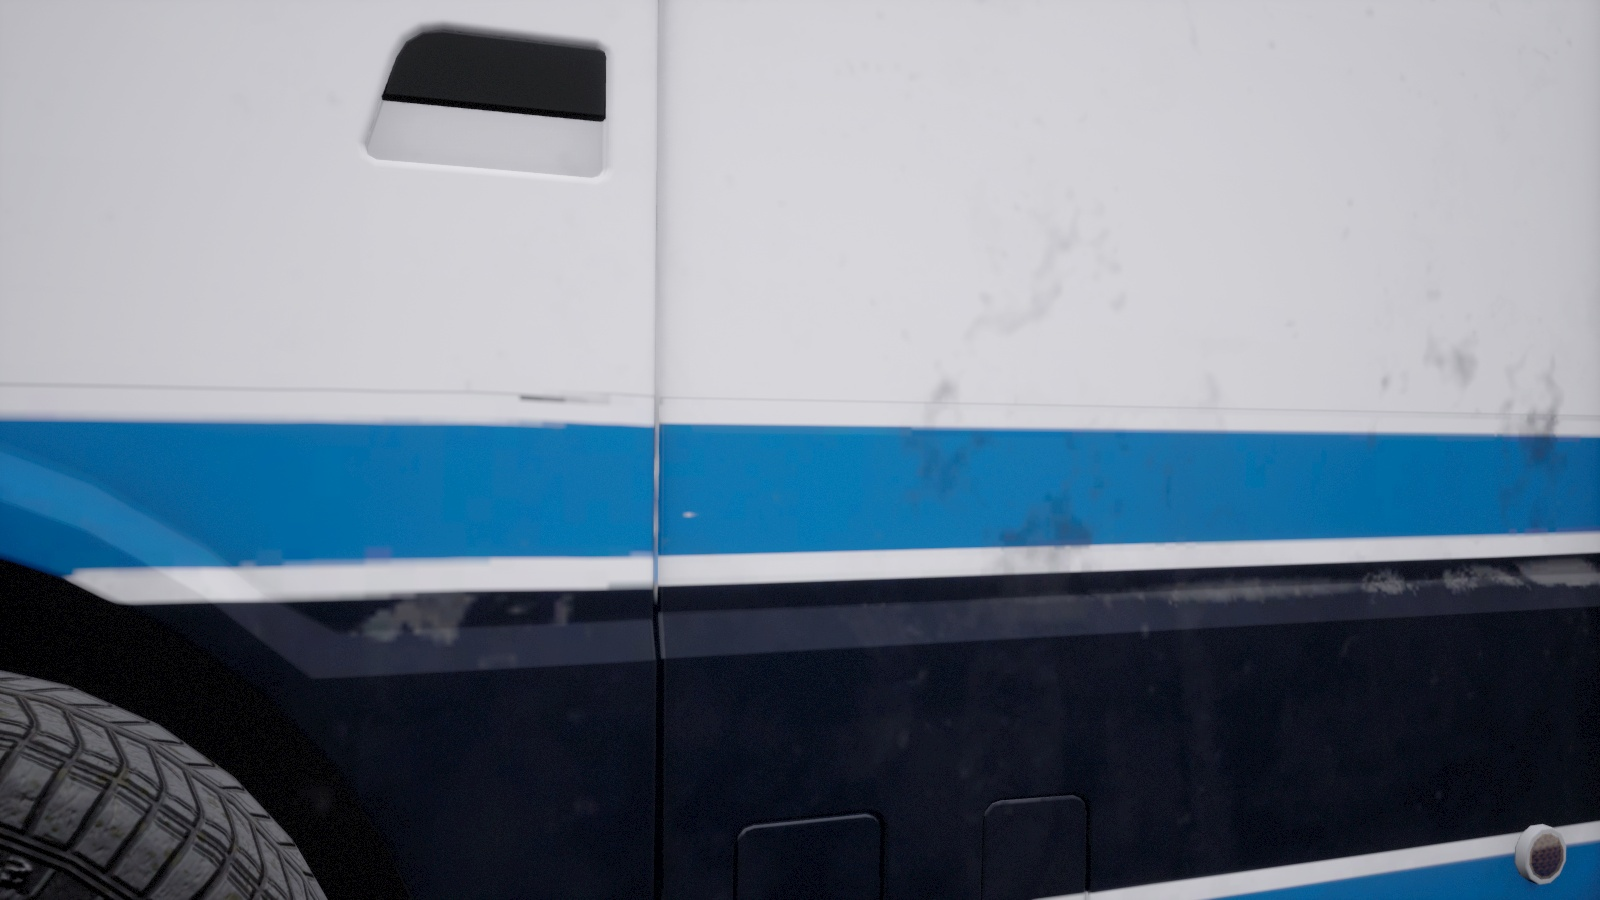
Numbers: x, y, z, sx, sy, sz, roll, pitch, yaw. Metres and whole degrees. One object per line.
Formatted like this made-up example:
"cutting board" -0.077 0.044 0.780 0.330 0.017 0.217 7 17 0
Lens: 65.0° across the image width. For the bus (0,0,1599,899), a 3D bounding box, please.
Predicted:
"bus" 1.219 -0.652 3.684 10.273 4.253 3.944 -1 1 -21
